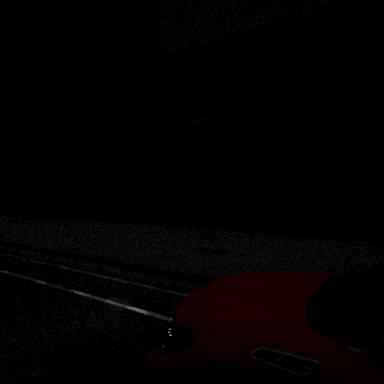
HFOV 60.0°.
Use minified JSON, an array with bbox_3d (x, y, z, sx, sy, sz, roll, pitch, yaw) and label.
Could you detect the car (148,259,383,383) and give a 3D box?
[{"bbox_3d":[2.279,1.226,2.059,5.566,2.045,2.150,0,0,35],"label":"car"}]
